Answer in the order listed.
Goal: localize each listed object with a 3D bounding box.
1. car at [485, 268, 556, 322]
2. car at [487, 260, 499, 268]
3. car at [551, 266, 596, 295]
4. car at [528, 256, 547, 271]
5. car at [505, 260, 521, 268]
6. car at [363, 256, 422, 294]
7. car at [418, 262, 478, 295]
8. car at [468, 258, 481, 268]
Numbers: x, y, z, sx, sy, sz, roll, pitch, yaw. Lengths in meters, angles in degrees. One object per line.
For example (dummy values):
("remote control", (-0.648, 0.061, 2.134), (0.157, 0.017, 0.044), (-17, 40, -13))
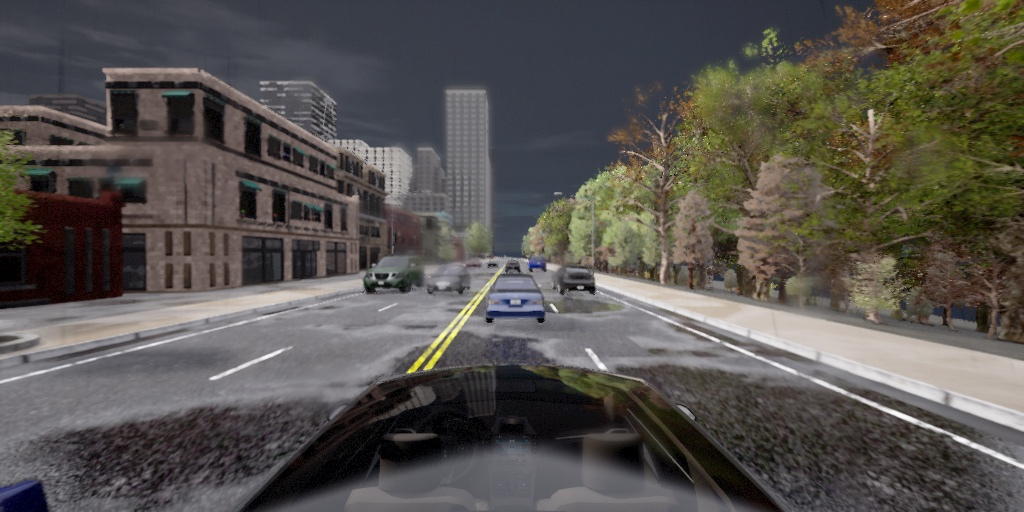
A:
("car", (0.099, 1.312, 12.347), (2.033, 1.411, 5.357), (0, 0, 0))
("car", (-3.279, 1.420, 61.949), (1.895, 1.301, 4.718), (0, 0, 1))
("car", (3.351, 1.280, 19.959), (1.837, 1.490, 4.892), (0, 0, 0))
("car", (3.355, 1.024, 47.924), (2.150, 2.045, 5.566), (0, 0, 0))
("car", (0.103, 1.308, 47.939), (1.837, 1.490, 4.892), (0, -1, 0))
("car", (-6.598, 0.995, 20.819), (2.150, 2.045, 5.566), (0, 0, 0))
("car", (-3.347, 1.264, 19.825), (2.128, 1.511, 4.902), (0, 0, 0))
("car", (-6.531, 1.171, 62.411), (2.097, 1.767, 4.553), (0, 0, 1))
